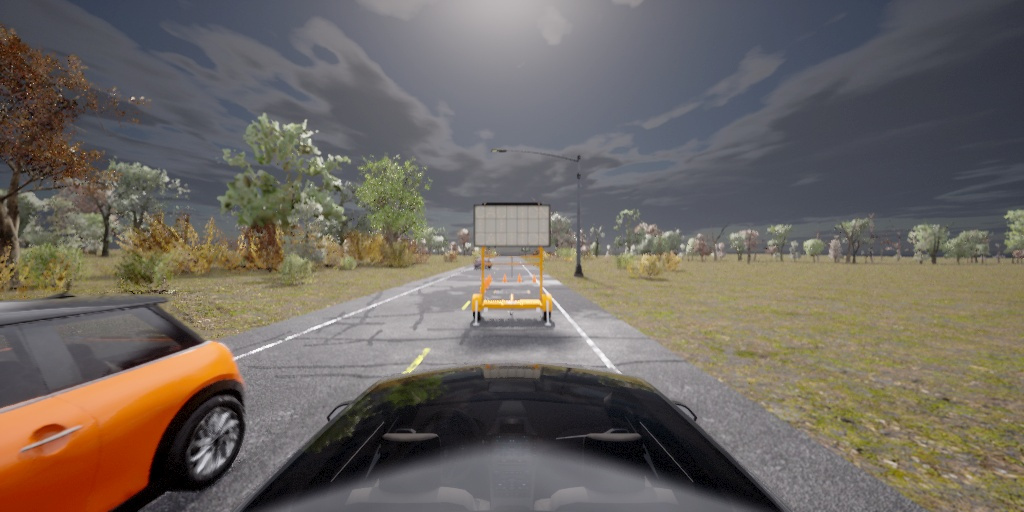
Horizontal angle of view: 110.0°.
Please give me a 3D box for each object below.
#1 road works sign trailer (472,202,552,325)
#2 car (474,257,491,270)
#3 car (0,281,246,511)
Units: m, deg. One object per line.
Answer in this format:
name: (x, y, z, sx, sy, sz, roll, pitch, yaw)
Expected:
road works sign trailer: (0.002, 0.124, 11.347, 2.380, 3.560, 2.880, 0, 0, 0)
car: (-3.580, 0.893, 43.904, 1.812, 1.442, 4.674, 0, 1, 0)
car: (-3.599, 1.104, 1.494, 2.097, 1.767, 4.553, 0, 1, 0)
